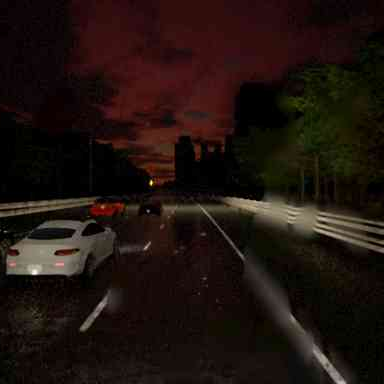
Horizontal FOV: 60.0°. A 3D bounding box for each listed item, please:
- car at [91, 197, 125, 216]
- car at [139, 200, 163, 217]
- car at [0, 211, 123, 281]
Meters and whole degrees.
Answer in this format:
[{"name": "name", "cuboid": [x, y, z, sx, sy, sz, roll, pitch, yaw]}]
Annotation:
[{"name": "car", "cuboid": [-7.126, 1.238, 28.549, 2.097, 1.767, 4.553, 0, 0, -1]}, {"name": "car", "cuboid": [-3.656, 1.406, 29.909, 1.812, 1.442, 4.674, 0, 0, -1]}, {"name": "car", "cuboid": [-3.438, 1.484, 9.560, 1.812, 1.442, 4.674, 0, 0, 0]}]
